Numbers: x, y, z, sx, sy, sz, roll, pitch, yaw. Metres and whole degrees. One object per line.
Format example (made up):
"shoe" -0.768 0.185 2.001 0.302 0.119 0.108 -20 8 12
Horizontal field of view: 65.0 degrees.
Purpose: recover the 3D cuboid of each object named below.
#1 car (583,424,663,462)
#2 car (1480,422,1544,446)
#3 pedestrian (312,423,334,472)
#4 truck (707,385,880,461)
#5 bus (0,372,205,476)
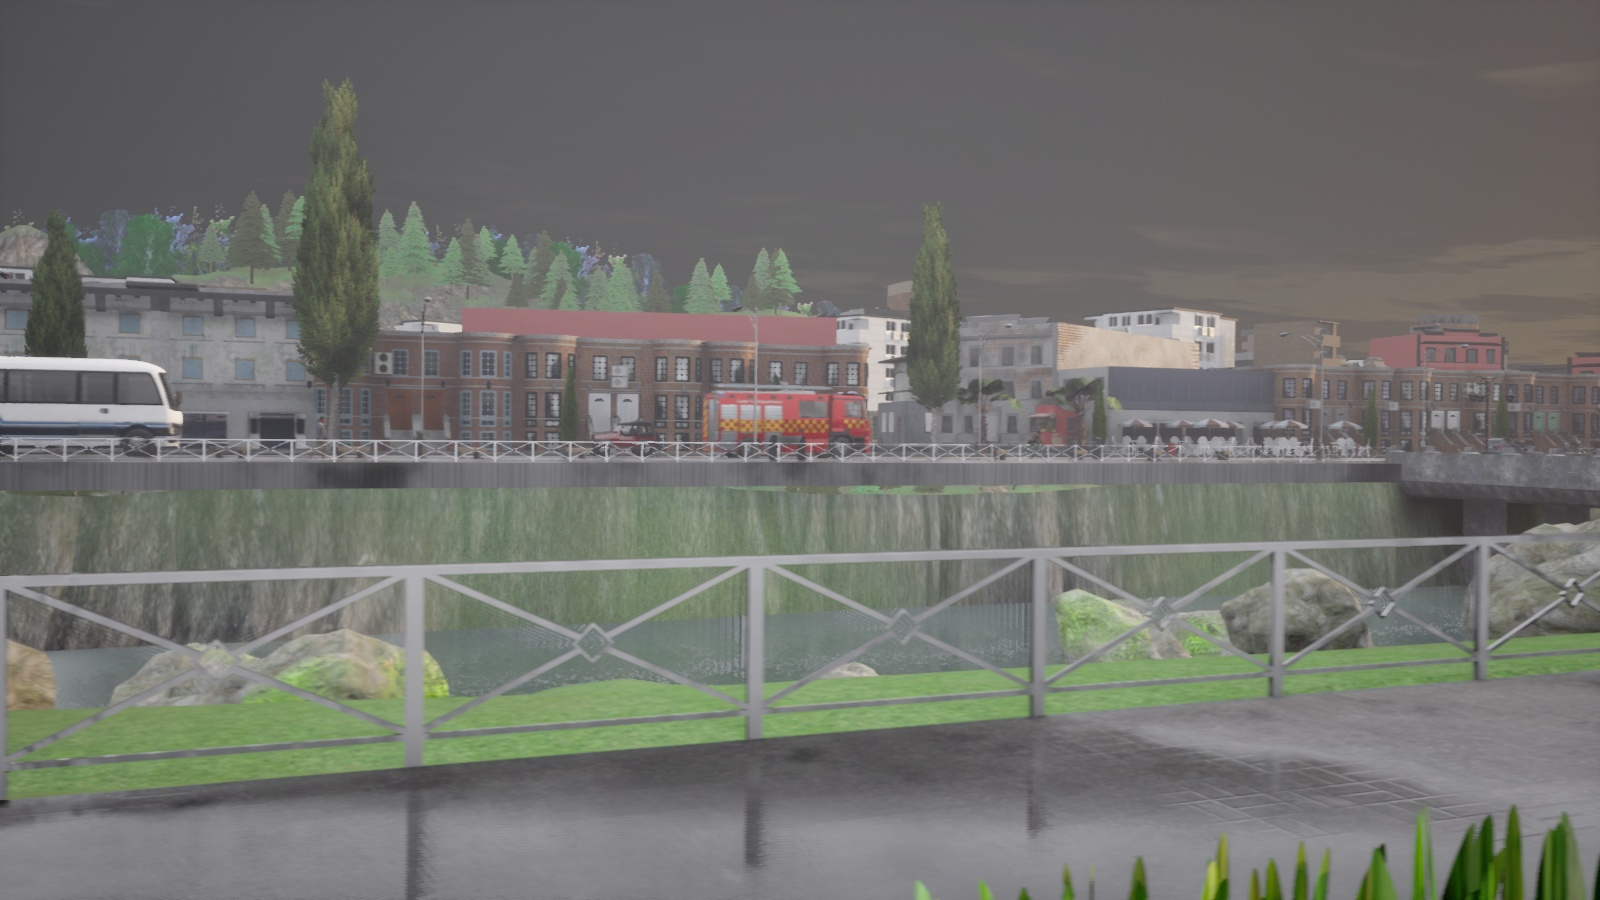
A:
"car" -9.332 -0.382 66.182 3.866 1.878 1.905 -1 1 -21
"car" 47.297 -1.092 83.427 3.705 1.549 1.789 -1 1 -21
"pedestrian" -19.391 -0.113 51.032 0.788 1.949 0.423 -1 1 -16
"truck" -0.330 -1.426 65.314 8.468 3.827 2.891 -1 1 -21
"bus" -31.239 -1.112 53.565 10.273 4.253 3.944 -1 1 -21
